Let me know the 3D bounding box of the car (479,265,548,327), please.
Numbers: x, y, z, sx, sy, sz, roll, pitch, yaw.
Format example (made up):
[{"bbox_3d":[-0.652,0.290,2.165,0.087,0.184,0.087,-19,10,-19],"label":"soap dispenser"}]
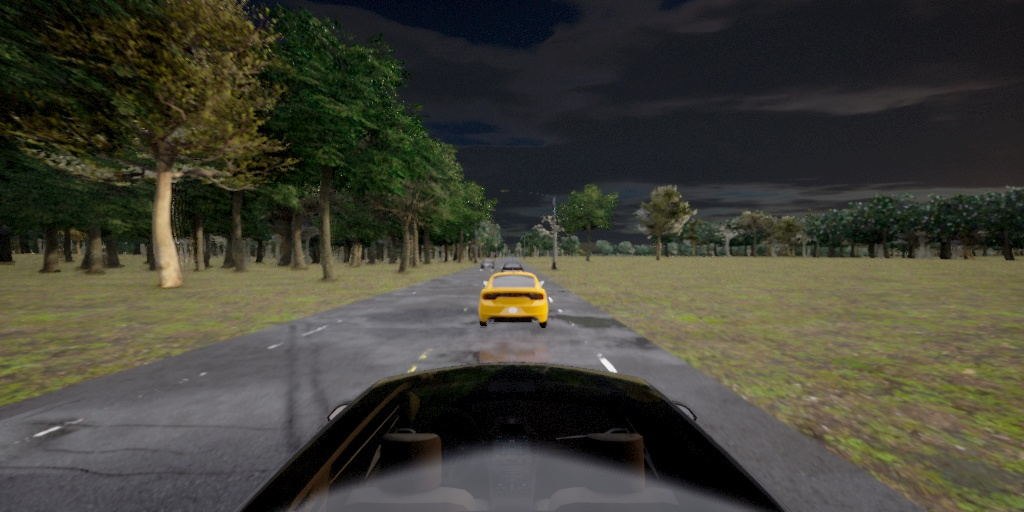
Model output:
[{"bbox_3d":[0.060,1.219,11.534,1.882,1.535,5.008,0,0,1],"label":"car"}]

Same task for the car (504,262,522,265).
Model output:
[{"bbox_3d":[0.071,1.217,28.162,2.128,1.511,4.902,0,0,1],"label":"car"}]

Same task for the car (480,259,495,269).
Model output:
[{"bbox_3d":[-3.547,1.165,52.389,2.128,1.511,4.902,0,0,0],"label":"car"}]
